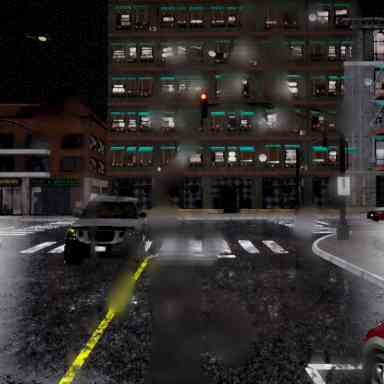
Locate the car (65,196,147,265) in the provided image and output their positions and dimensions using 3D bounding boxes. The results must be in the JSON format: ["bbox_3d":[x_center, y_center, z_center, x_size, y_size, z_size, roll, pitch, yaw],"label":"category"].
[{"bbox_3d":[-2.844,1.215,12.102,2.150,2.045,5.566,1,1,-6],"label":"car"}]

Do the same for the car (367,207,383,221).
[{"bbox_3d":[14.796,1.452,23.616,4.181,1.385,1.994,-1,-1,1],"label":"car"}]

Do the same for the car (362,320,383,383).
[{"bbox_3d":[2.753,1.441,1.902,1.967,1.590,4.097,1,0,0],"label":"car"}]
